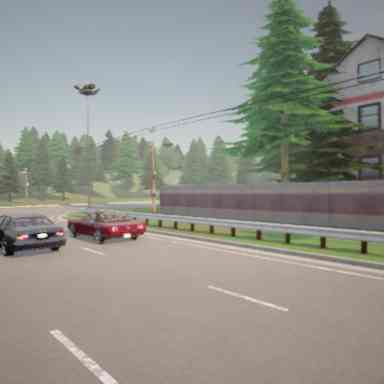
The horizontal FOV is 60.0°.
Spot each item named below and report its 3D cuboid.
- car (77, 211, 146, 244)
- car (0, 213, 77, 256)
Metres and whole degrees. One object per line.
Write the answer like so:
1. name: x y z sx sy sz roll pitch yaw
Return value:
1. car: -4.171 1.546 15.610 1.895 1.301 4.718 -1 1 -41
2. car: -6.741 1.545 13.230 2.033 1.411 5.357 -1 1 -41
